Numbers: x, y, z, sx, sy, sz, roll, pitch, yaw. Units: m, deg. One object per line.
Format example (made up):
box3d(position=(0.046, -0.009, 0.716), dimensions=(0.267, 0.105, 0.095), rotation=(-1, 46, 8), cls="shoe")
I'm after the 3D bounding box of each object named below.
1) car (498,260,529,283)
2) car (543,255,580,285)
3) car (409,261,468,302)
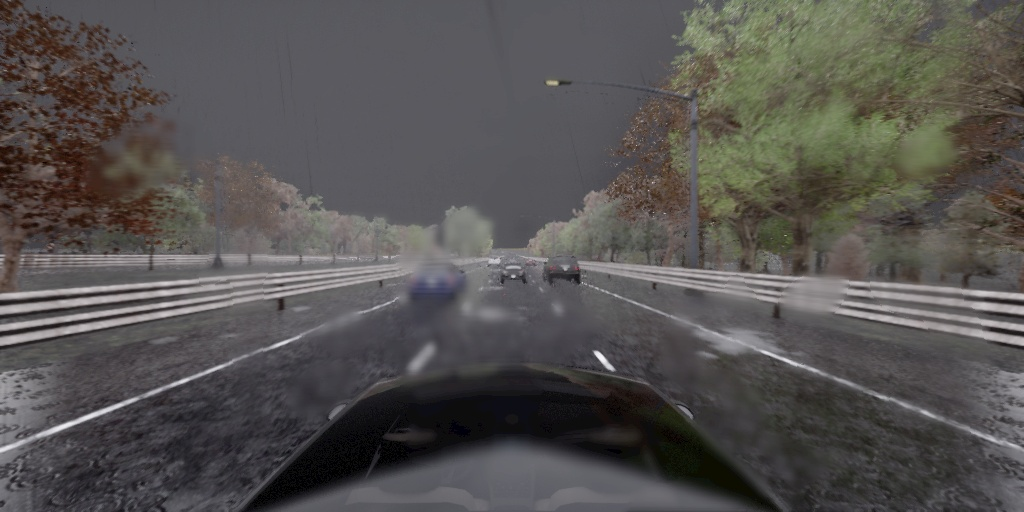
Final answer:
box3d(position=(0.102, 1.281, 27.943), dimensions=(1.812, 1.442, 4.674), rotation=(0, 0, 0), cls="car")
box3d(position=(3.601, 0.974, 26.521), dimensions=(2.150, 2.045, 5.566), rotation=(0, 0, 0), cls="car")
box3d(position=(-3.399, 1.106, 17.346), dimensions=(2.097, 1.767, 4.553), rotation=(0, 0, 0), cls="car")
